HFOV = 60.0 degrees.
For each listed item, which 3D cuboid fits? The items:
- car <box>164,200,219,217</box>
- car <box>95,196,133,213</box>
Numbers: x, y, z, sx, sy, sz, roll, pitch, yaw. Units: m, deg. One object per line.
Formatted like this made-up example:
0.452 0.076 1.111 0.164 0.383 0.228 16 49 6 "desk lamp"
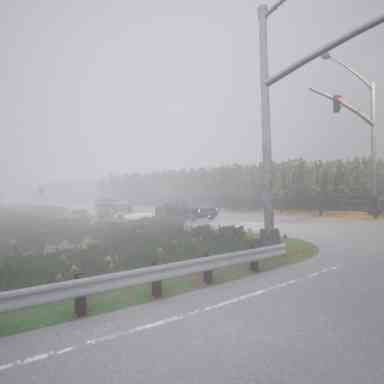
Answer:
-0.406 1.179 21.994 1.895 1.301 4.718 -3 2 -41 "car"
-7.073 1.124 29.794 1.837 1.490 4.892 -3 2 -40 "car"
